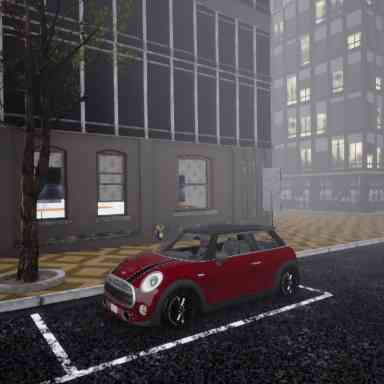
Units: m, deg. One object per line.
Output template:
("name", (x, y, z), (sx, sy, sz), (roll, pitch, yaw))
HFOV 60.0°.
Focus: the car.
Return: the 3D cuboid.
("car", (0.295, 1.439, 6.800), (4.097, 1.590, 1.967), (0, -1, -36))
